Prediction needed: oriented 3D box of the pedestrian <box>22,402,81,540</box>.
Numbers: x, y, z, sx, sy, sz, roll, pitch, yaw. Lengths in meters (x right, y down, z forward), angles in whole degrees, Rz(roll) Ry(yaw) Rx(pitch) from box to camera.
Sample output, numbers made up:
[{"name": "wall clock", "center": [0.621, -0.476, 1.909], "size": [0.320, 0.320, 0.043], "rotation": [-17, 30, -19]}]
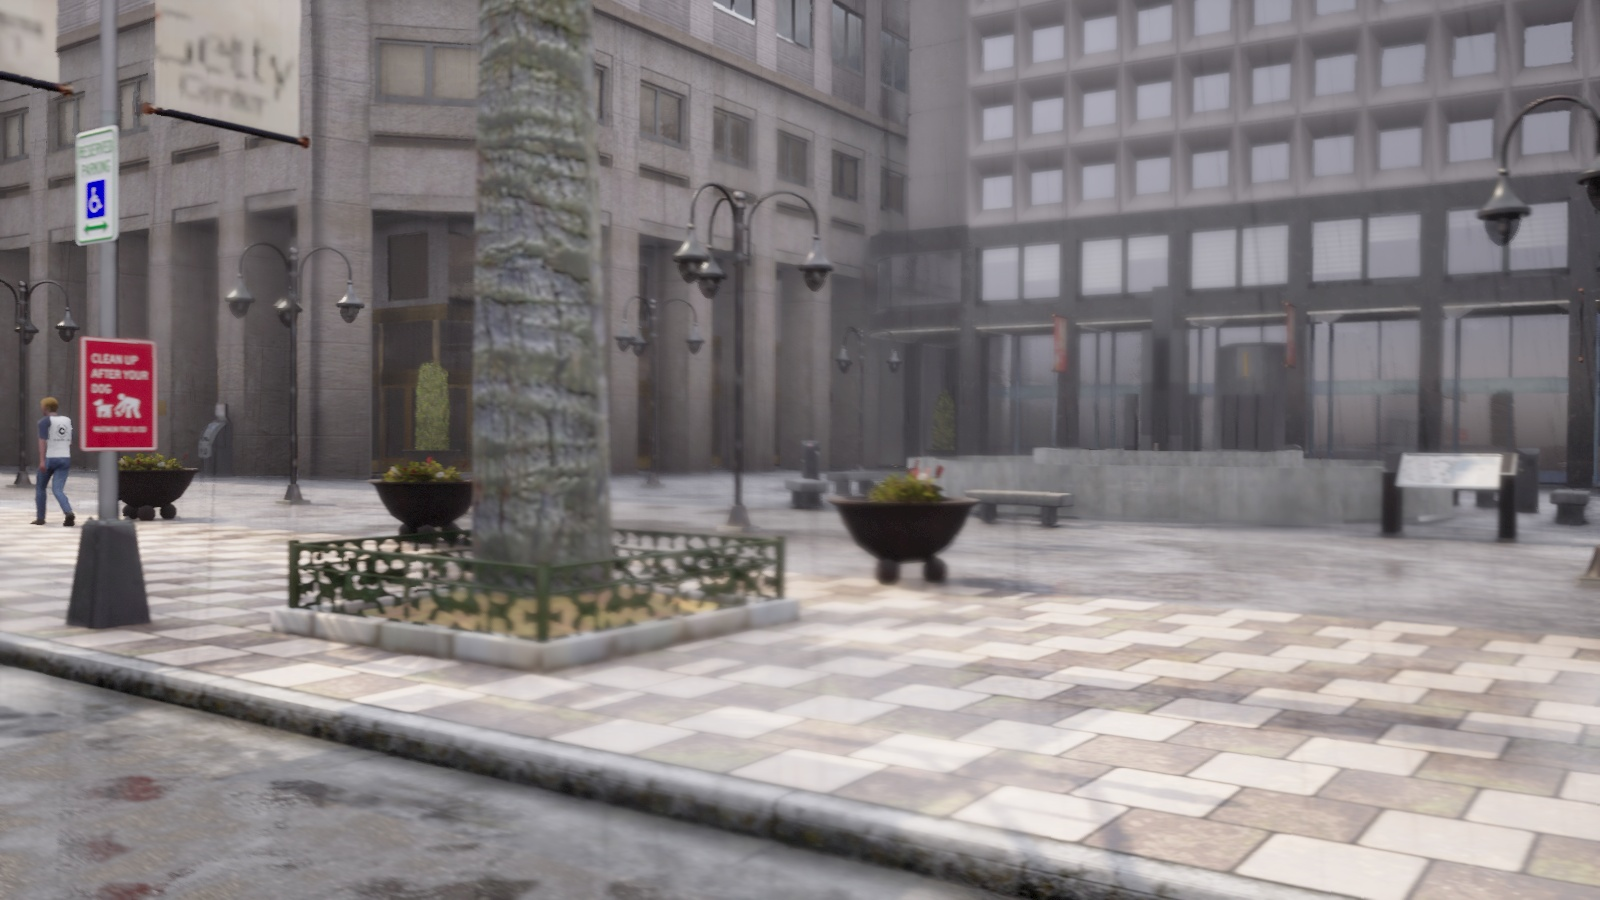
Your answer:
[{"name": "pedestrian", "center": [-10.139, 0.277, 17.016], "size": [0.706, 1.836, 0.354], "rotation": [0, 1, 29]}]
